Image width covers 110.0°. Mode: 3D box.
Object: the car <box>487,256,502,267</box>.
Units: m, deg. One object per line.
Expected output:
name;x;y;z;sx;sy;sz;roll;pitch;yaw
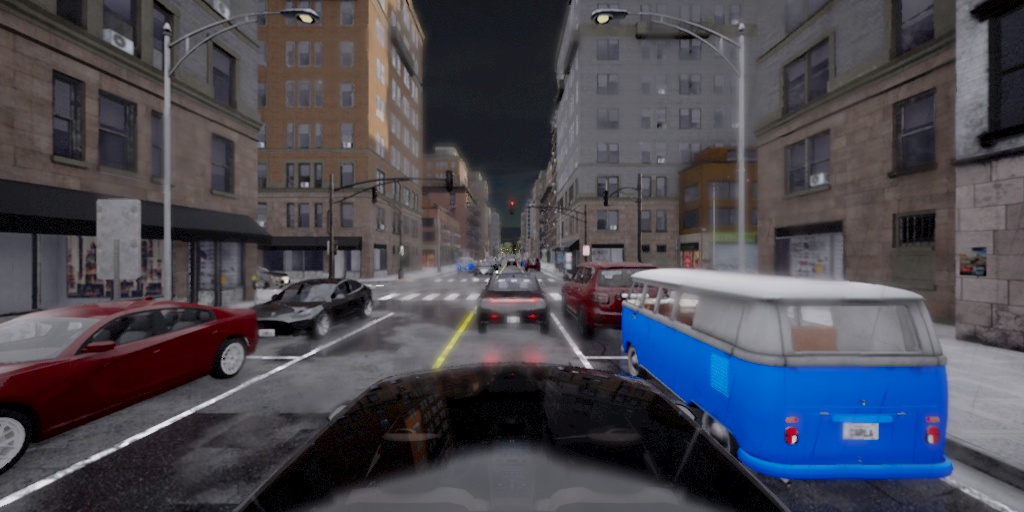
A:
car;-2.862;1.087;48.940;2.097;1.767;4.553;0;0;0

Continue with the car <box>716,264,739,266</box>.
car;14.649;1.238;24.952;4.181;1.385;1.994;0;0;0

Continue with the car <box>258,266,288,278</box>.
car;-16.250;1.301;21.936;4.902;1.511;2.128;0;0;0

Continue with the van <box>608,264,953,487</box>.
van;2.641;1.090;4.563;1.690;1.789;3.998;0;0;0

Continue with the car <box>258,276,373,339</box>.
car;-5.387;1.314;10.070;1.948;1.339;4.313;0;0;0

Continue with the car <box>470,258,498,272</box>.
car;-2.715;1.233;34.784;2.128;1.511;4.902;0;0;-4

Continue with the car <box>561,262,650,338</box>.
car;2.639;1.063;10.074;2.192;1.841;5.009;0;0;0

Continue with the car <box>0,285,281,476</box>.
car;-5.384;1.294;4.559;1.888;1.381;4.507;0;0;0

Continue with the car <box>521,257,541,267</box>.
car;2.689;1.051;47.445;2.192;1.841;5.009;0;0;0

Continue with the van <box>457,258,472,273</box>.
van;-5.421;1.079;42.034;1.690;1.789;3.998;0;0;0

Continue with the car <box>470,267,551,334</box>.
car;0.046;1.240;10.613;2.128;1.511;4.902;0;0;0

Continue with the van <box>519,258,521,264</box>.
van;2.667;1.071;63.664;1.690;1.789;3.998;0;0;0
